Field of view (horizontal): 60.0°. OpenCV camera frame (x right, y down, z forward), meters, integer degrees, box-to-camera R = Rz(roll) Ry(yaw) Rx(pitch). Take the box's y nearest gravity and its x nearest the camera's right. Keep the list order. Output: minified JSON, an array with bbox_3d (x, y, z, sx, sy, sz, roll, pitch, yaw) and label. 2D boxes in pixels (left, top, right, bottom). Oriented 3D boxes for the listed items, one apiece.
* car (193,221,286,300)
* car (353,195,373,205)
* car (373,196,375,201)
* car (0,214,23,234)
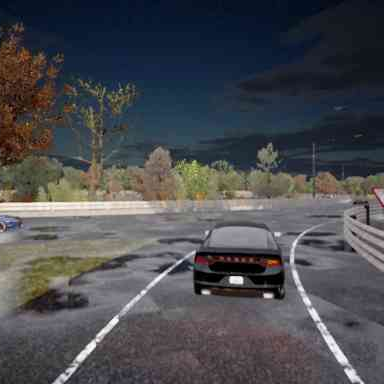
[{"bbox_3d":[1.274,1.476,8.571,1.882,1.535,5.008,0,0,11],"label":"car"},{"bbox_3d":[29.265,1.583,57.302,1.895,1.301,4.718,0,0,37],"label":"car"},{"bbox_3d":[44.731,1.462,83.838,1.882,1.535,5.008,0,0,20],"label":"car"},{"bbox_3d":[-12.208,1.537,18.088,5.357,1.411,2.033,0,0,-23],"label":"car"}]
